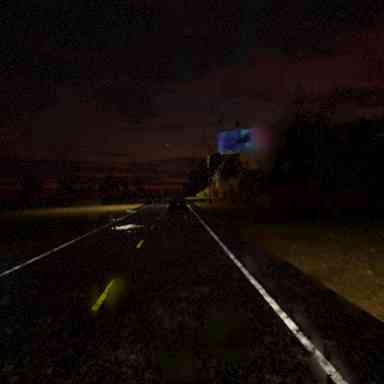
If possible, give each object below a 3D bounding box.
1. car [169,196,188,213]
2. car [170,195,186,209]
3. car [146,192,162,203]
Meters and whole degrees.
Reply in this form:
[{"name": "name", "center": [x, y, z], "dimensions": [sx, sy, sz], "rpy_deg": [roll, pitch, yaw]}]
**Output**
[{"name": "car", "center": [-1.594, 1.369, 38.047], "dimensions": [2.097, 1.767, 4.553], "rpy_deg": [-2, 0, -2]}, {"name": "car", "center": [-2.051, 1.374, 47.768], "dimensions": [2.097, 1.767, 4.553], "rpy_deg": [-2, 0, -2]}, {"name": "car", "center": [-5.756, 0.986, 50.996], "dimensions": [2.150, 2.045, 5.566], "rpy_deg": [-2, 0, -3]}]
